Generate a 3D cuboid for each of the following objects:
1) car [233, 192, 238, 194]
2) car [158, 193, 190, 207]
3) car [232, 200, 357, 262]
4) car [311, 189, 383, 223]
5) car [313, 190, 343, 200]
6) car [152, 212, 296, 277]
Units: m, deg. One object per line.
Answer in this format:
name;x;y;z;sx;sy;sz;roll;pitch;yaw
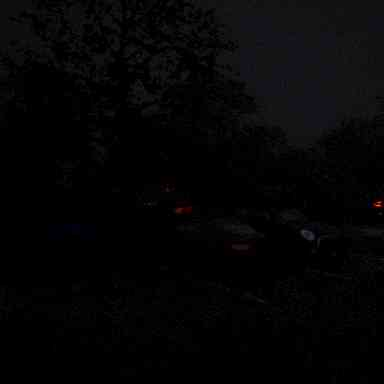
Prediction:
car;9.752;0.599;65.464;4.718;1.301;1.895;0;1;-21
car;-2.270;0.867;39.770;1.882;1.535;5.008;-4;3;-36
car;3.065;1.285;12.022;2.185;1.767;4.553;-1;0;-35
car;10.273;0.849;22.583;2.150;2.045;5.566;-5;3;-41
car;25.487;0.535;62.381;1.837;1.490;4.892;-4;3;-37
car;0.511;1.473;10.144;2.002;1.452;4.674;0;0;-35
